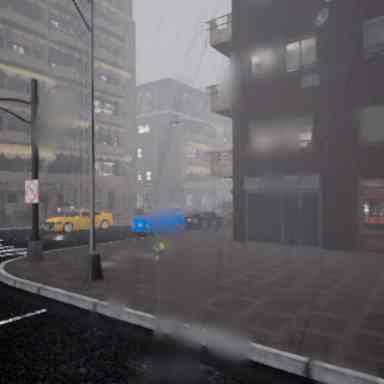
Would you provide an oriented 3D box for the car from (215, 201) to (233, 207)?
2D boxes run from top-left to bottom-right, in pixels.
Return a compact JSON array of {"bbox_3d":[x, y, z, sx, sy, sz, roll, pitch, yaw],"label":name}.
[{"bbox_3d":[4.061,2.121,40.727,2.150,2.045,5.566,-1,-1,35],"label":"car"}]

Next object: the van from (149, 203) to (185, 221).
[{"bbox_3d":[-2.660,2.107,35.781,1.690,1.788,3.998,-2,-2,35],"label":"van"}]

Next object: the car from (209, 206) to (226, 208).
[{"bbox_3d":[1.024,2.251,30.926,1.994,1.385,4.181,-1,-1,35],"label":"car"}]

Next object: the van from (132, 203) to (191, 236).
[{"bbox_3d":[-2.099,1.831,21.861,1.690,1.788,3.998,-2,-2,35],"label":"van"}]

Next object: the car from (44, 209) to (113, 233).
[{"bbox_3d":[-7.984,1.976,23.774,1.882,1.535,5.008,-1,-1,35],"label":"car"}]

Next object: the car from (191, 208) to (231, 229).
[{"bbox_3d":[0.973,2.164,26.469,1.947,1.339,4.313,-2,-2,35],"label":"car"}]

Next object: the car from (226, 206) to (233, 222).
[{"bbox_3d":[4.179,2.287,30.985,1.802,1.307,4.206,-2,-2,35],"label":"car"}]
